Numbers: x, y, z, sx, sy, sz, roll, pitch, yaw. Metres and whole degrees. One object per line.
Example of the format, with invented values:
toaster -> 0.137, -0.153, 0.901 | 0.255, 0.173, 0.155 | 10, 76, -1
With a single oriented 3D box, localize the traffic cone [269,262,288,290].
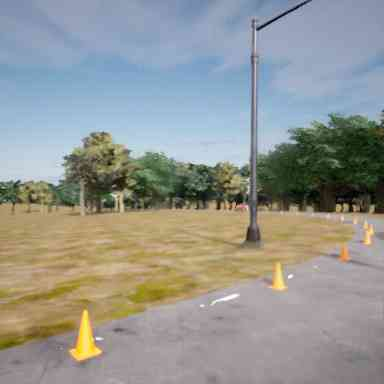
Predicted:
traffic cone -> 2.026, 1.948, 7.803 | 0.340, 0.580, 0.340 | 0, 0, -45

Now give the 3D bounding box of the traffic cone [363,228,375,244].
traffic cone -> 7.975, 2.049, 15.113 | 0.340, 0.580, 0.340 | 0, -1, 33

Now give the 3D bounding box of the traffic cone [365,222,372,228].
traffic cone -> 10.345, 2.151, 19.192 | 0.340, 0.580, 0.340 | 0, -1, 27

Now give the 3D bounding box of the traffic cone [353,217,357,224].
traffic cone -> 13.748, 2.392, 27.975 | 0.340, 0.580, 0.340 | 0, -1, 15

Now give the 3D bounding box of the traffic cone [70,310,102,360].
traffic cone -> -1.488, 1.950, 4.653 | 0.340, 0.580, 0.340 | 0, 0, -39

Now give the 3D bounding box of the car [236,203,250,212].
car -> 10.887, 3.138, 68.062 | 2.097, 1.767, 4.553 | 1, -2, -26

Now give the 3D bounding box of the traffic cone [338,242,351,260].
traffic cone -> 5.191, 1.981, 11.303 | 0.340, 0.580, 0.340 | 0, -1, 39

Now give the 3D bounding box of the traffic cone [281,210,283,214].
traffic cone -> 13.844, 3.083, 51.358 | 0.340, 0.580, 0.340 | 0, -2, -13

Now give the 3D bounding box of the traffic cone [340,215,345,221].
traffic cone -> 14.745, 2.510, 32.583 | 0.340, 0.580, 0.340 | 0, -1, 9

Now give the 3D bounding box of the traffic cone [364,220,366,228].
traffic cone -> 12.276, 2.272, 23.495 | 0.340, 0.580, 0.340 | 0, -1, 21
